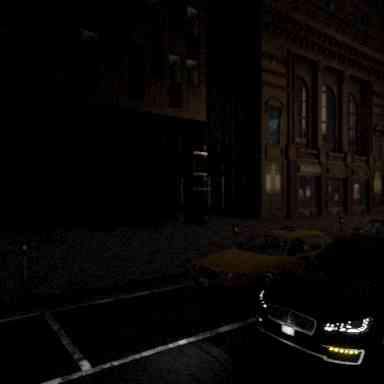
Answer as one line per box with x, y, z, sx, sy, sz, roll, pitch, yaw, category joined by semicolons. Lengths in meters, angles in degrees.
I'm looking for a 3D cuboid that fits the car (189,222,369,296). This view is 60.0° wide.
2.200;1.544;8.214;4.829;1.417;1.752;0;0;-35;car

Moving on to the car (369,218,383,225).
6.919;1.587;11.577;4.403;1.369;2.008;0;0;-35;car

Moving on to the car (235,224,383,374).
3.204;1.522;5.661;4.892;1.490;1.837;0;0;-35;car
